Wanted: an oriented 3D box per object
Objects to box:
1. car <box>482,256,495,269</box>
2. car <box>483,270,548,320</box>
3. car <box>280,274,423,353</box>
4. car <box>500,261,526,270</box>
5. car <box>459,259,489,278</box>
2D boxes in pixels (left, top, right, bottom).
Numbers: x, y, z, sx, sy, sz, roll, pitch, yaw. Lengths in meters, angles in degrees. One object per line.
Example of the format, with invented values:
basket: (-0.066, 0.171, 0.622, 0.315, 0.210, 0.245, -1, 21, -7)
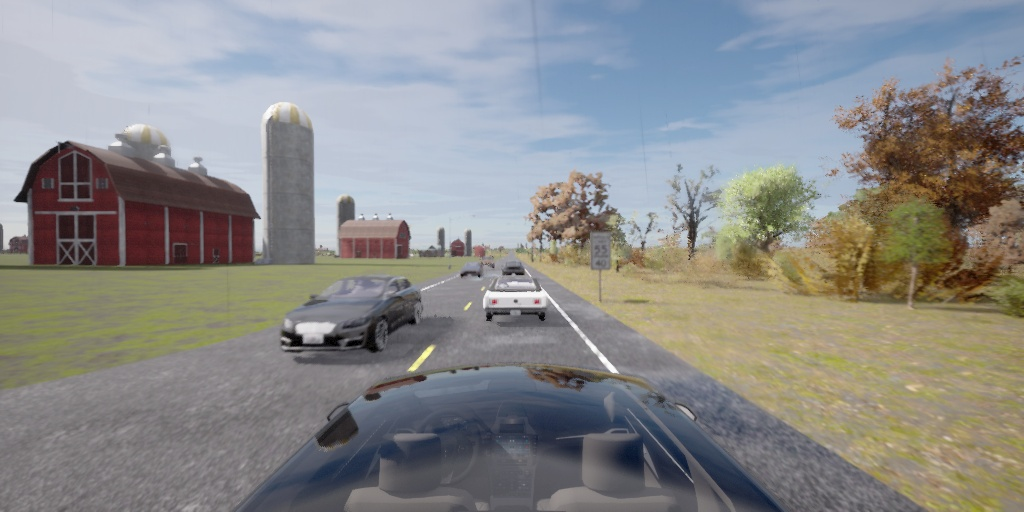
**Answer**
car: (-3.454, 0.813, 49.576, 2.097, 1.767, 4.553, 0, 0, 0)
car: (0.108, 1.328, 12.454, 1.895, 1.301, 4.718, 0, 0, 0)
car: (-3.595, 1.236, 8.940, 2.128, 1.511, 4.902, 0, 0, 0)
car: (0.121, 1.193, 30.210, 1.837, 1.490, 4.892, 0, 0, 0)
car: (-3.558, 1.239, 32.791, 2.033, 1.411, 5.357, 0, 0, 0)
